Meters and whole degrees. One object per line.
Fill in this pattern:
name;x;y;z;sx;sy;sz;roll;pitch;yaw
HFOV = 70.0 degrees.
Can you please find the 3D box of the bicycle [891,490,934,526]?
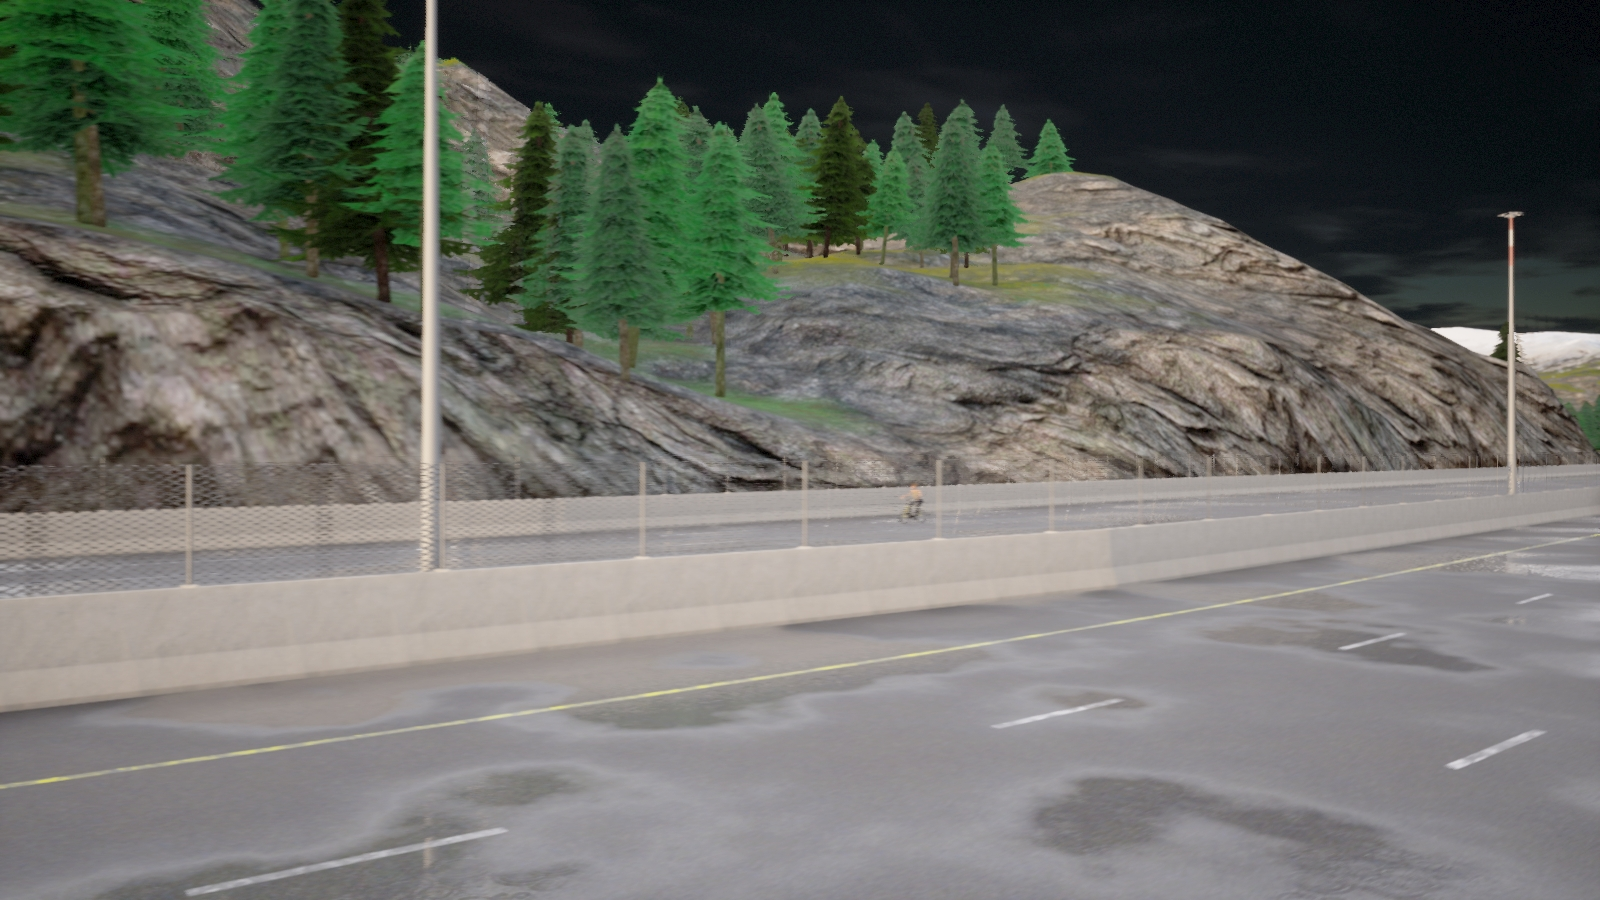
bicycle;4.312;2.199;43.688;1.487;1.295;0.859;0;0;-42
